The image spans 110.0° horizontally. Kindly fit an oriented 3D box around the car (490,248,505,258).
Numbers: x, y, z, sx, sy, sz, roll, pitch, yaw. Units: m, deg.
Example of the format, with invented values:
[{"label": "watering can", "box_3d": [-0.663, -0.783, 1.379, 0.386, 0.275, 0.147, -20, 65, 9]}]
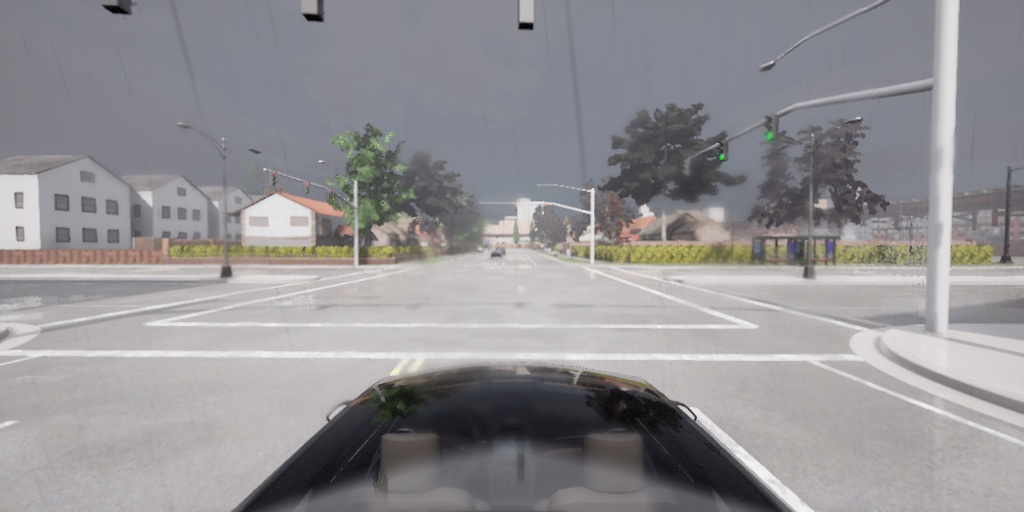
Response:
[{"label": "car", "box_3d": [-2.599, -0.329, 60.518, 1.895, 1.301, 4.718, 0, 2, 1]}]
